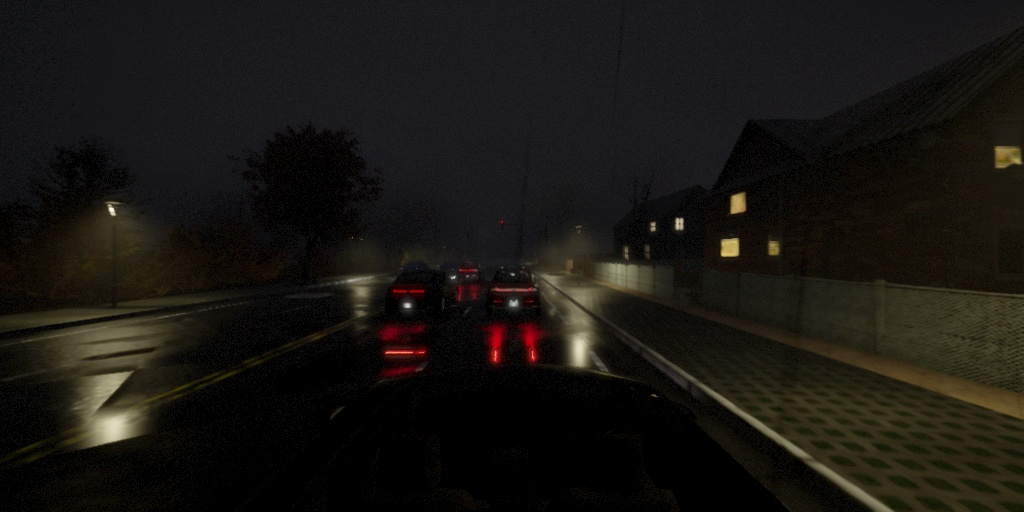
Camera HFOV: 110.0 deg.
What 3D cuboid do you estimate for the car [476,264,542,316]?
[{"bbox_3d":[0.068,1.239,13.270,2.128,1.511,4.902,0,0,0],"label":"car"}]

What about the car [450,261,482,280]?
[{"bbox_3d":[-3.184,1.238,28.202,2.128,1.511,4.902,0,0,0],"label":"car"}]

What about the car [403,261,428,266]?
[{"bbox_3d":[-9.838,1.226,36.539,1.882,1.535,5.008,0,0,0],"label":"car"}]

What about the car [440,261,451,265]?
[{"bbox_3d":[-6.579,1.275,37.769,1.812,1.442,4.674,0,0,0],"label":"car"}]

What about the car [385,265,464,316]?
[{"bbox_3d":[-3.180,1.252,13.383,1.837,1.490,4.892,0,0,0],"label":"car"}]
